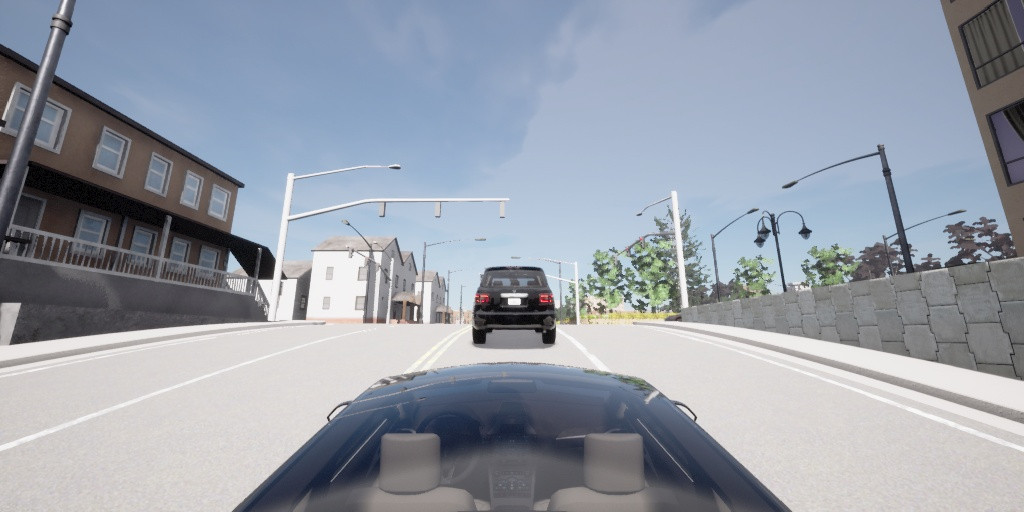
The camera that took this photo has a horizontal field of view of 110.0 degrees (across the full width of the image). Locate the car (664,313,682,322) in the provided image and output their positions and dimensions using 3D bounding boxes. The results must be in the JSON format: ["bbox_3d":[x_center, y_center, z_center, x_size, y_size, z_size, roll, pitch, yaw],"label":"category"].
[{"bbox_3d":[15.852,5.446,31.696,4.553,1.767,2.097,0,-12,1],"label":"car"}]

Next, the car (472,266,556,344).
[{"bbox_3d":[0.058,1.499,11.145,2.150,2.045,5.566,0,-7,0],"label":"car"}]
